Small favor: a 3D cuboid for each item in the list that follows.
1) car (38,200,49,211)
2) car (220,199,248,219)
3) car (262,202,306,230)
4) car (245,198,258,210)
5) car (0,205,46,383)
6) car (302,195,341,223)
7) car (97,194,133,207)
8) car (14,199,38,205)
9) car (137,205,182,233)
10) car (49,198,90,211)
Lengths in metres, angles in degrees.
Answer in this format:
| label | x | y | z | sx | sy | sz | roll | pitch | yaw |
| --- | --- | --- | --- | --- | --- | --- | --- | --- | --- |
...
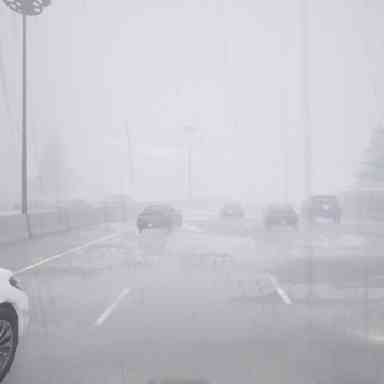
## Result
| label | x | y | z | sx | sy | sz | roll | pitch | yaw |
| --- | --- | --- | --- | --- | --- | --- | --- | --- | --- |
| car | -15.642 | 1.504 | 39.783 | 1.837 | 1.490 | 4.892 | 0 | 0 | 15 |
| car | 3.666 | 1.563 | 29.610 | 1.994 | 1.385 | 4.181 | 0 | 0 | 13 |
| car | 5.525 | 1.490 | 21.066 | 2.128 | 1.511 | 4.902 | 0 | 0 | 9 |
| car | 7.366 | 1.525 | 42.779 | 1.812 | 1.442 | 4.674 | 0 | 0 | 18 |
| car | -3.315 | 1.215 | 2.091 | 2.150 | 2.045 | 5.566 | 0 | -1 | 1 |
| car | 10.019 | 1.222 | 26.060 | 2.150 | 2.045 | 5.566 | 0 | 0 | 11 |
| car | -8.764 | 1.220 | 38.517 | 2.150 | 2.045 | 5.566 | 0 | 0 | 15 |
| car | -19.264 | 1.563 | 39.720 | 1.994 | 1.385 | 4.181 | 0 | 0 | 15 |
| car | -1.781 | 1.491 | 19.555 | 2.128 | 1.511 | 4.902 | 0 | 0 | 8 |
| car | -12.940 | 1.504 | 36.240 | 1.837 | 1.490 | 4.892 | 0 | 0 | 14 |
